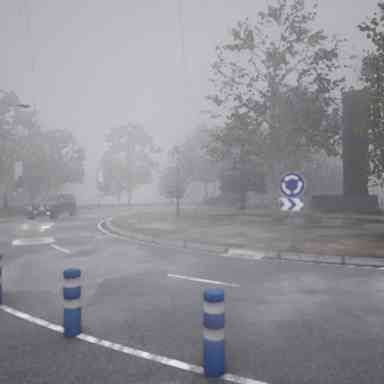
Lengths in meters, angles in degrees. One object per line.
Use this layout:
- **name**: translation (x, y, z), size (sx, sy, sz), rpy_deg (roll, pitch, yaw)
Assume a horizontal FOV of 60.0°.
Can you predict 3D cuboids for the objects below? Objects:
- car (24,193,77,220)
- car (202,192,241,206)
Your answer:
- **car**: translation (-11.541, 1.144, 27.659), size (2.150, 2.045, 5.566), rpy_deg (-1, 0, 5)
- **car**: translation (4.280, 0.973, 47.672), size (5.566, 2.045, 2.150), rpy_deg (0, 0, -16)
